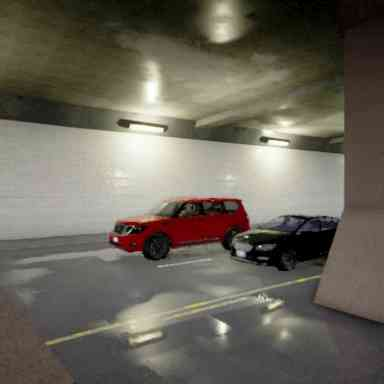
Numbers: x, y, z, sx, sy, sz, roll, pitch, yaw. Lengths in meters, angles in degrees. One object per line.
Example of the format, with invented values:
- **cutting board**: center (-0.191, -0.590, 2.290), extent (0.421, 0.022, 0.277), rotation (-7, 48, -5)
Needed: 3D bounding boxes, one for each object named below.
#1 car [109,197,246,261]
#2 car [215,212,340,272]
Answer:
- **car**: center (-0.245, 1.223, 12.584), extent (5.566, 2.045, 2.150), rotation (0, 0, -34)
- **car**: center (3.443, 1.497, 10.841), extent (4.902, 1.511, 2.128), rotation (0, 0, -33)
